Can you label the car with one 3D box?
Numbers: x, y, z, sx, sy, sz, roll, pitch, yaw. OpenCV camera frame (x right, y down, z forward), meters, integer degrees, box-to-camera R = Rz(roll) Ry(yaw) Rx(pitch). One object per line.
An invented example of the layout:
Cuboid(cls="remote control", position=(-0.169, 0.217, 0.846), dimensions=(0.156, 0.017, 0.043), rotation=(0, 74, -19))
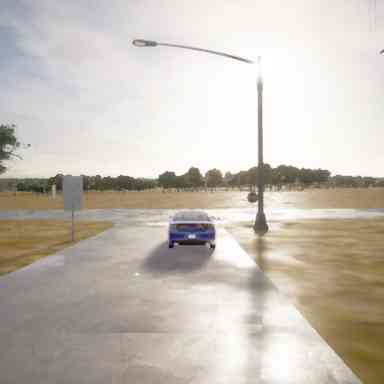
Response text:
Cuboid(cls="car", position=(0.000, 1.483, 14.663), dimensions=(1.882, 1.535, 5.008), rotation=(0, 0, 0))
